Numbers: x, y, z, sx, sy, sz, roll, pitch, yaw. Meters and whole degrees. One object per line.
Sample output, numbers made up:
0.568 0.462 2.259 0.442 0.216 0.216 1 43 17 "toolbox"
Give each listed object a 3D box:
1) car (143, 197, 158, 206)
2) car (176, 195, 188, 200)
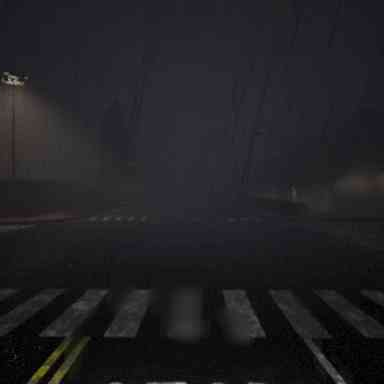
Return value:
-6.743 1.524 54.702 2.033 1.411 5.357 0 0 1 "car"
-2.561 1.332 81.602 1.882 1.535 5.008 0 0 24 "car"
